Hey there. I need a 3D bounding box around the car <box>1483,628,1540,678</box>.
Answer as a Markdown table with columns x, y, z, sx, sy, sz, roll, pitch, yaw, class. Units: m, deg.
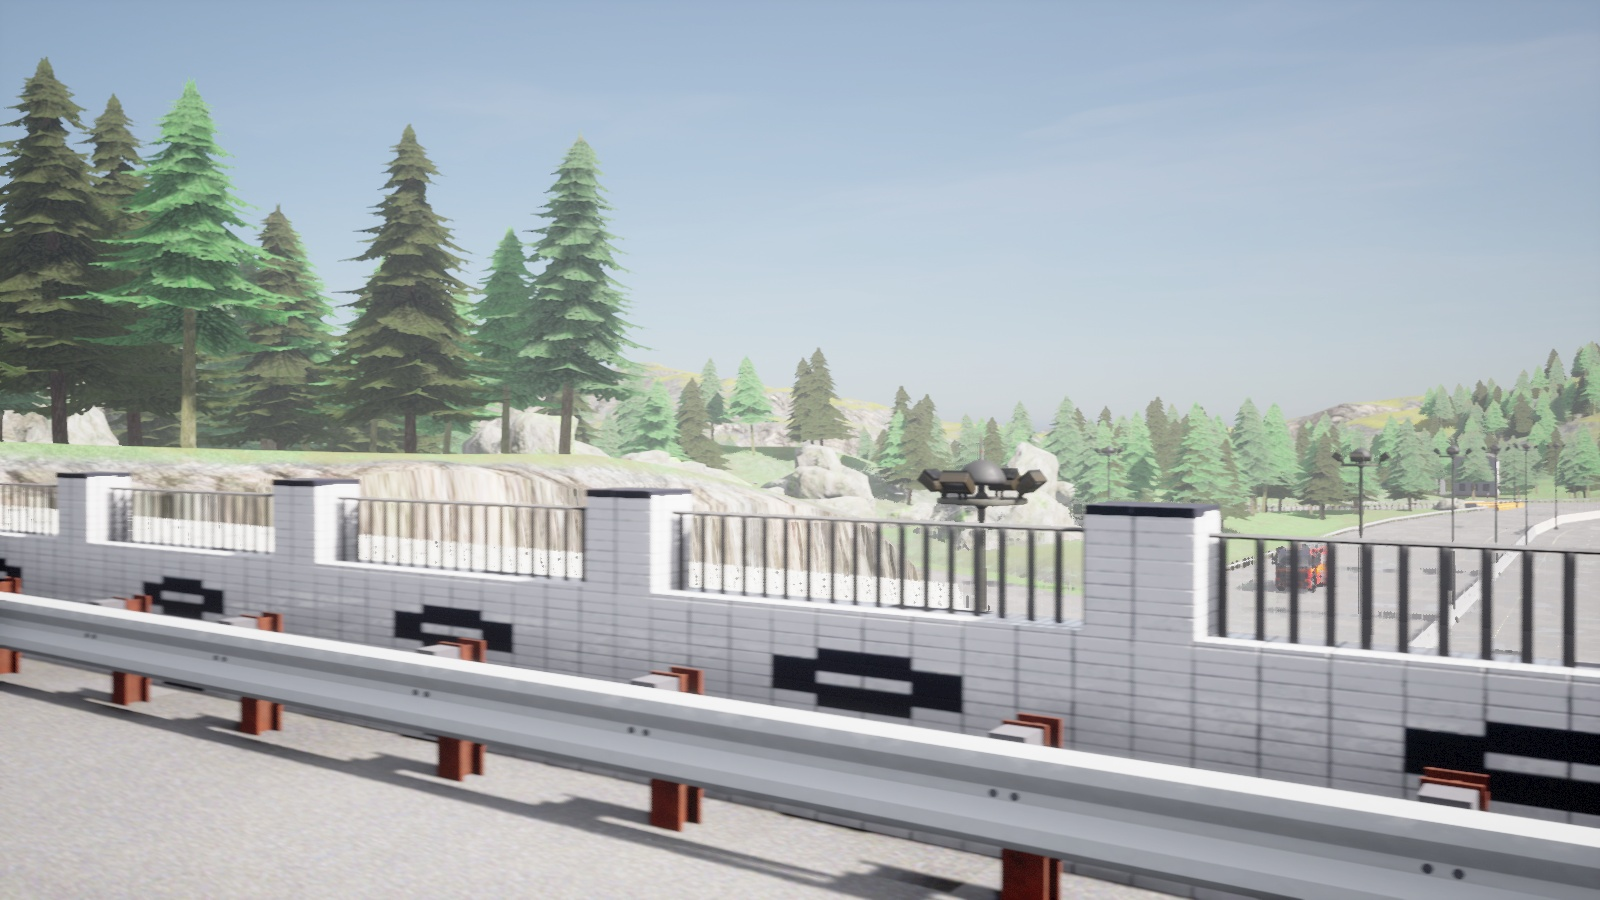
| x | y | z | sx | sy | sz | roll | pitch | yaw | class |
| --- | --- | --- | --- | --- | --- | --- | --- | --- | --- |
| 36.271 | 10.276 | 63.944 | 2.242 | 1.667 | 4.611 | -1 | 0 | 33 | car |
